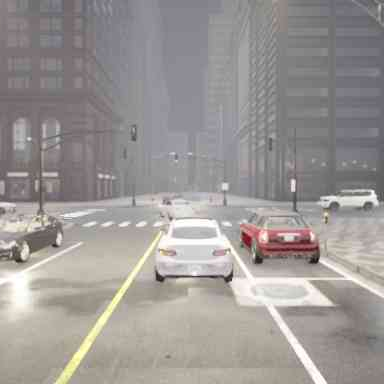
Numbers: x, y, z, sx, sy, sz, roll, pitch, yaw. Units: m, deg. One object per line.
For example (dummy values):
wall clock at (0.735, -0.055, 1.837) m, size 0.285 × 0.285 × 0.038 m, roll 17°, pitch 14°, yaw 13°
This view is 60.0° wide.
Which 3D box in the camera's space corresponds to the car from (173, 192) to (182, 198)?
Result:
car at (-3.307, 0.735, 76.462) m, size 1.994 × 1.385 × 4.181 m, roll 0°, pitch 1°, yaw 0°

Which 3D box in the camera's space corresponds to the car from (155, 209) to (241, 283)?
car at (0.056, 1.420, 9.235) m, size 1.812 × 1.442 × 4.674 m, roll 0°, pitch 0°, yaw 0°

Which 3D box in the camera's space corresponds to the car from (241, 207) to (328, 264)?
car at (2.725, 1.310, 11.279) m, size 1.967 × 1.590 × 4.097 m, roll 0°, pitch 1°, yaw 0°

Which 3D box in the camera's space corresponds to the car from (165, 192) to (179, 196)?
car at (-3.185, 1.001, 47.549) m, size 1.812 × 1.442 × 4.674 m, roll 0°, pitch 1°, yaw -1°

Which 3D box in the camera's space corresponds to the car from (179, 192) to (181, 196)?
car at (-3.236, 0.884, 56.722) m, size 1.837 × 1.490 × 4.892 m, roll 0°, pitch 1°, yaw 0°

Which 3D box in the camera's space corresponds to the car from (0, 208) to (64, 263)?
car at (-5.800, 1.422, 11.254) m, size 2.008 × 1.369 × 4.403 m, roll 0°, pitch 1°, yaw 0°

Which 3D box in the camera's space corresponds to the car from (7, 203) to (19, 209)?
car at (-17.733, 1.245, 29.304) m, size 4.674 × 1.442 × 1.812 m, roll 0°, pitch 1°, yaw 2°

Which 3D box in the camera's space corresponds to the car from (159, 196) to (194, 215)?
car at (-1.144, 1.273, 24.553) m, size 1.812 × 1.442 × 4.674 m, roll 0°, pitch 1°, yaw -17°

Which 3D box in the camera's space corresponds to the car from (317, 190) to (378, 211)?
car at (15.394, 0.799, 32.922) m, size 5.566 × 2.045 × 2.150 m, roll 0°, pitch 1°, yaw 0°

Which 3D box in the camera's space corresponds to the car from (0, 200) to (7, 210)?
car at (-17.715, 1.250, 26.051) m, size 5.008 × 1.535 × 1.882 m, roll 0°, pitch 1°, yaw -2°
